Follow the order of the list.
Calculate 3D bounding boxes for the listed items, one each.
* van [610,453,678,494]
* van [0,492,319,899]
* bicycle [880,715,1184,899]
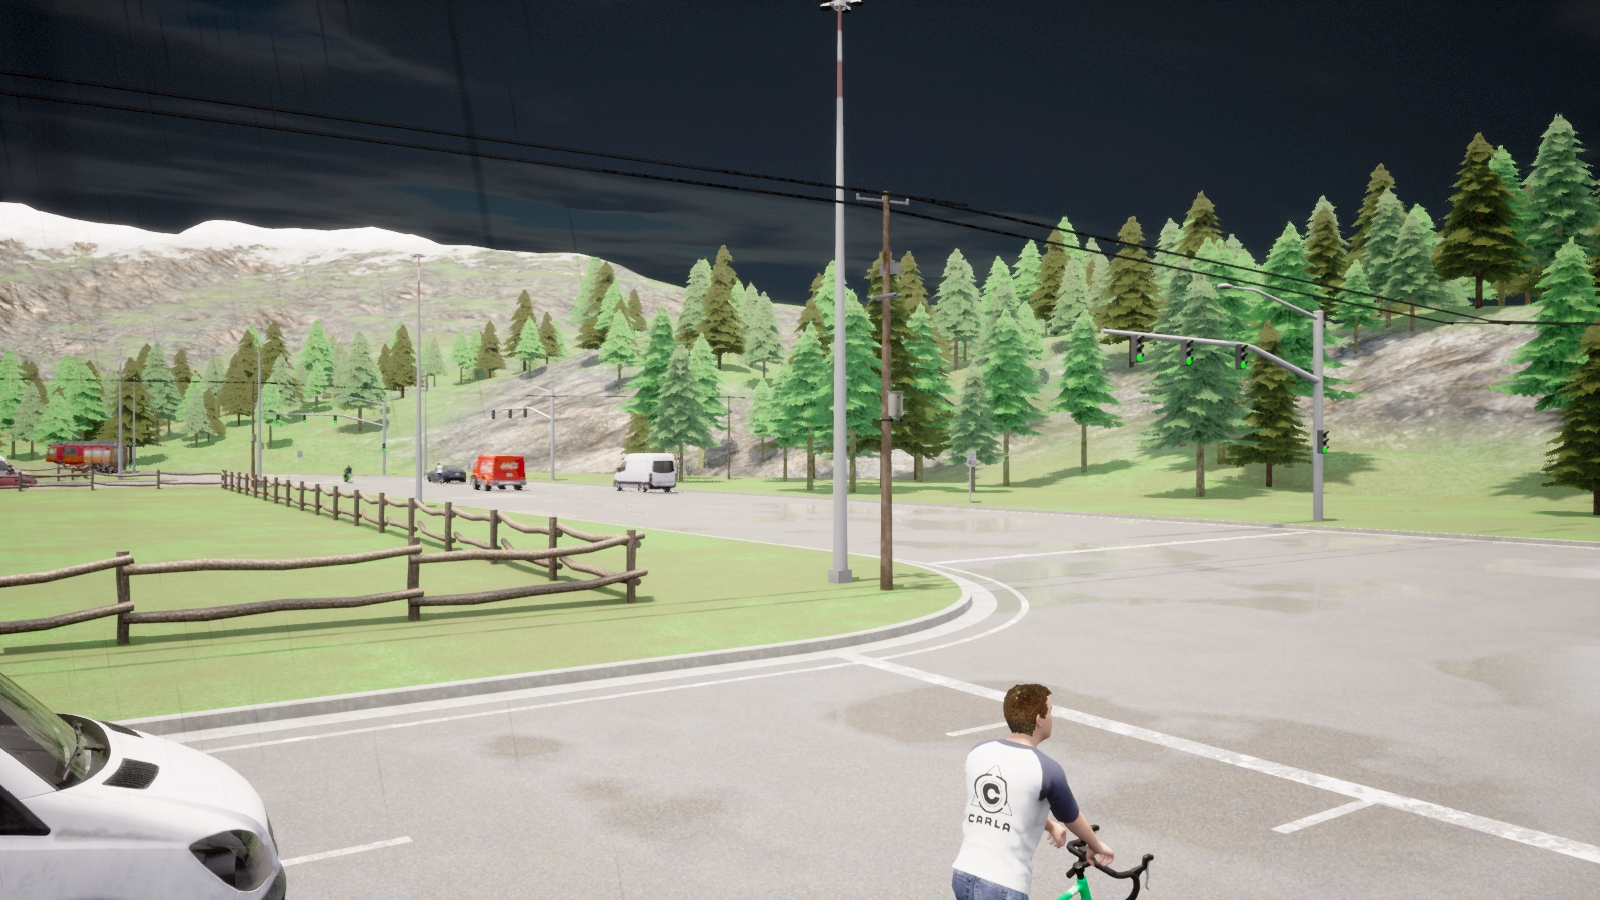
[{"bbox_3d":[-10.375,1.511,75.617,1.988,2.561,5.915,0,0,-35],"label":"van"},{"bbox_3d":[-5.215,1.535,4.399,5.915,2.561,1.988,0,0,-35],"label":"van"},{"bbox_3d":[1.060,2.053,4.957,1.643,1.496,0.373,0,0,-41],"label":"bicycle"}]
